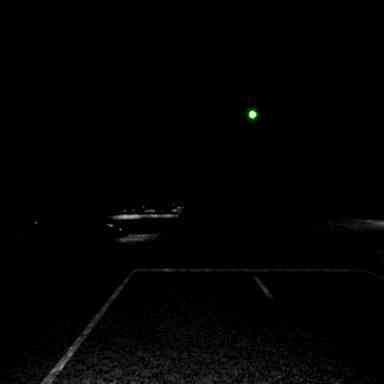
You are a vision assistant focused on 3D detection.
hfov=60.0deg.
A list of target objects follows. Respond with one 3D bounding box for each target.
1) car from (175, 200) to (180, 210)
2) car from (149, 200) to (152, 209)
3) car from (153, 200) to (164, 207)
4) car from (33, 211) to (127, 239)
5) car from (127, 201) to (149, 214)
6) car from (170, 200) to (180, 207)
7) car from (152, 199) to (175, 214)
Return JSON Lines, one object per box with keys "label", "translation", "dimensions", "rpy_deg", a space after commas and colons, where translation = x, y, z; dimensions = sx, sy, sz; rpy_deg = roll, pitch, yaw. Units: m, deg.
{"label": "car", "translation": [-3.578, 2.014, 54.142], "dimensions": [2.097, 1.767, 4.553], "rpy_deg": [0, -1, 0]}
{"label": "car", "translation": [-7.076, 2.145, 54.594], "dimensions": [1.882, 1.535, 5.008], "rpy_deg": [0, -1, 0]}
{"label": "car", "translation": [-6.991, 2.448, 69.830], "dimensions": [1.895, 1.301, 4.718], "rpy_deg": [0, -1, 0]}
{"label": "car", "translation": [-6.232, 1.754, 18.249], "dimensions": [4.674, 1.442, 1.812], "rpy_deg": [0, -1, 3]}
{"label": "car", "translation": [-7.100, 2.008, 42.234], "dimensions": [2.128, 1.511, 4.902], "rpy_deg": [0, -1, -2]}
{"label": "car", "translation": [-3.492, 2.396, 69.065], "dimensions": [1.994, 1.385, 4.181], "rpy_deg": [0, -1, 0]}
{"label": "car", "translation": [-3.591, 2.022, 42.311], "dimensions": [1.837, 1.490, 4.892], "rpy_deg": [0, 0, 0]}
